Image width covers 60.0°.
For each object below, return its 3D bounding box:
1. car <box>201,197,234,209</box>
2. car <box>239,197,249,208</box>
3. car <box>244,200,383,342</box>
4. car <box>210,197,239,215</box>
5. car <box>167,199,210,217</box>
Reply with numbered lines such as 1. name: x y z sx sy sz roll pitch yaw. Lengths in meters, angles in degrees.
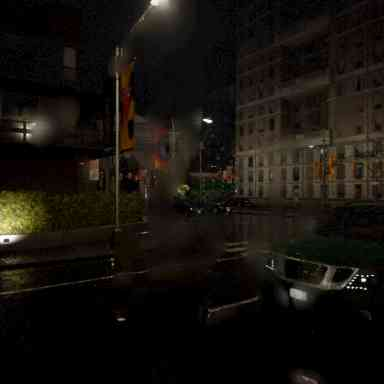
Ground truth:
1. car: 3.502 1.478 46.444 1.882 1.535 5.008 0 0 -35
2. car: 6.471 1.504 48.301 1.837 1.490 4.892 0 0 -35
3. car: 3.868 1.221 6.740 5.566 2.045 2.150 0 0 -36
4. car: 2.121 1.492 34.198 2.128 1.511 4.902 0 0 -35
5. car: -0.670 1.526 32.081 1.812 1.442 4.674 0 0 -35
